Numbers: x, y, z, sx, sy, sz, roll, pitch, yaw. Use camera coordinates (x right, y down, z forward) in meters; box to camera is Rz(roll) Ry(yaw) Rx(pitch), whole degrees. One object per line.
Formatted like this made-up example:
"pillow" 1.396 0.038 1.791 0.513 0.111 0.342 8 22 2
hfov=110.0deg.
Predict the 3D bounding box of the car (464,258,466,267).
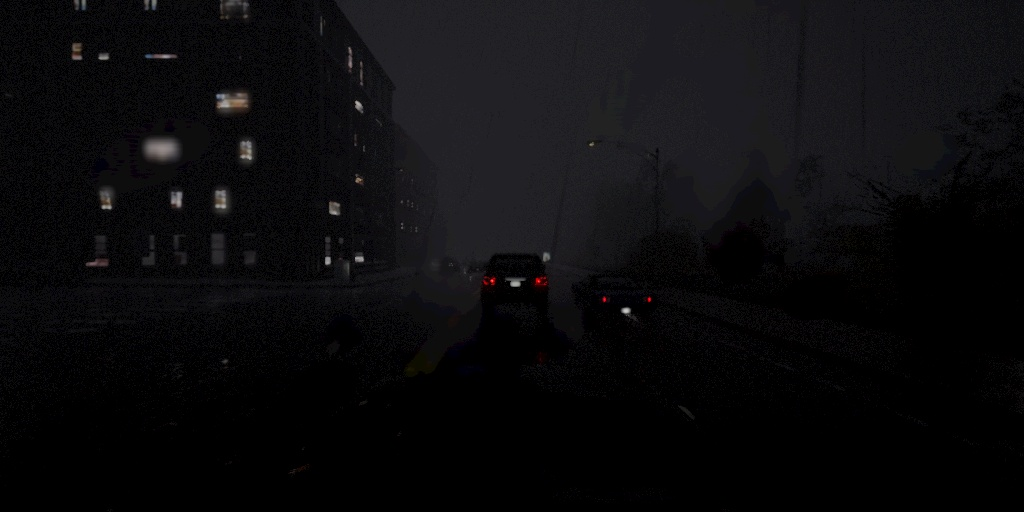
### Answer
"car" -6.530 0.973 55.819 2.128 1.511 4.902 0 0 0

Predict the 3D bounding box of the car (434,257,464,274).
"car" -6.583 0.925 36.666 2.097 1.767 4.553 0 0 0

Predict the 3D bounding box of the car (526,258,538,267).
"car" 3.268 0.992 58.847 1.812 1.442 4.674 0 0 0

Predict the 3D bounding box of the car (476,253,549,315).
"car" 0.109 0.901 13.308 2.150 2.045 5.566 0 0 0

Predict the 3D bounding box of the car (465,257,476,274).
"car" -3.332 1.136 36.854 1.994 1.385 4.181 0 0 0

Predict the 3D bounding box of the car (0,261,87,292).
"car" -22.803 0.893 16.840 4.403 1.370 2.007 0 0 -1

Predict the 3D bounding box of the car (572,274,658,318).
"car" 3.346 1.295 12.722 1.895 1.301 4.718 0 0 0

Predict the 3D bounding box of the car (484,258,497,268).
"car" -3.284 1.007 55.570 1.812 1.442 4.674 0 0 0
